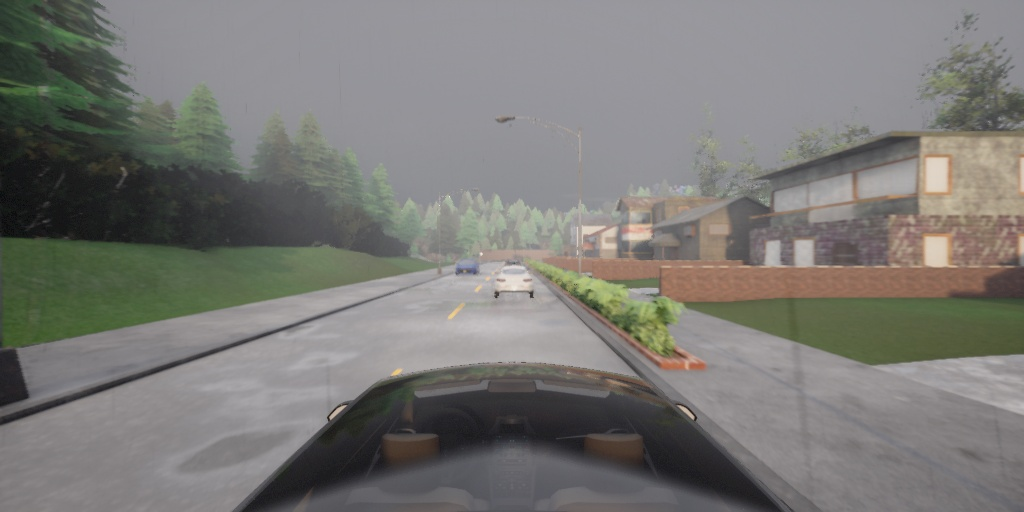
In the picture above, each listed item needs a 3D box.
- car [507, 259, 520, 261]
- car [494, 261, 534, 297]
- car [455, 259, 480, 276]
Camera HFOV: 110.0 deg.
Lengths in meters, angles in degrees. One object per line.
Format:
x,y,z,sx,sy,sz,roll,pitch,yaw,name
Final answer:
0.122,1.023,39.037,2.128,1.511,4.902,0,0,0,car
0.107,1.181,17.860,1.812,1.442,4.674,0,0,0,car
-4.072,1.041,33.501,1.882,1.535,5.008,0,0,0,car
